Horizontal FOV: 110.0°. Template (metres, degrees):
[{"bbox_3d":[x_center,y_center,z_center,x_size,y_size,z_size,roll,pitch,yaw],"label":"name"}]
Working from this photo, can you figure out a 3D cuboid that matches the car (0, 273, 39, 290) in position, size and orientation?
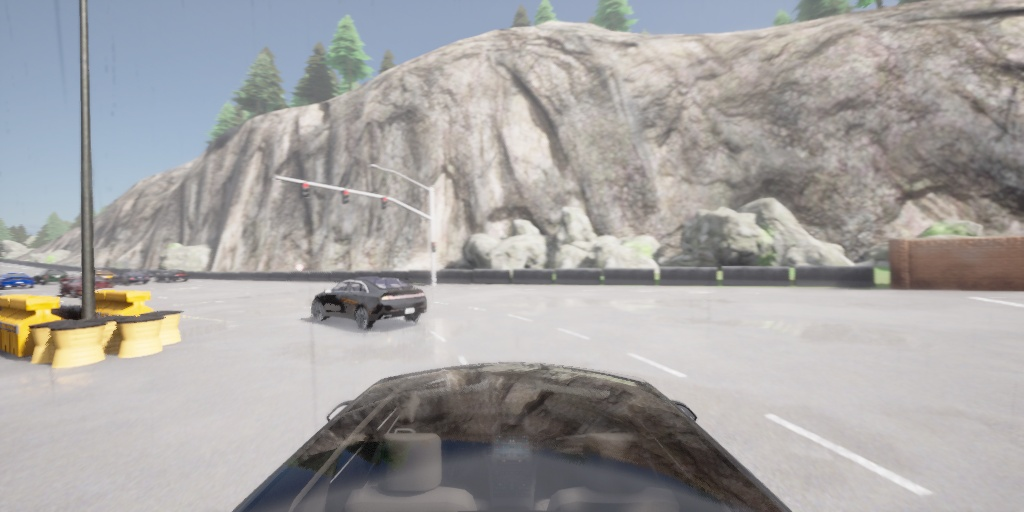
[{"bbox_3d":[-49.110,2.434,35.345,5.008,1.535,1.882,-1,0,28],"label":"car"}]

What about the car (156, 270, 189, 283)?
[{"bbox_3d":[-40.402,2.357,42.579,4.892,1.490,1.837,-1,0,28],"label":"car"}]

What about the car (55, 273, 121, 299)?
[{"bbox_3d":[-30.068,2.164,25.386,4.674,1.442,1.812,-1,0,28],"label":"car"}]

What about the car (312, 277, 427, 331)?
[{"bbox_3d":[-4.885,1.451,11.974,4.902,1.511,2.128,-2,-1,38],"label":"car"}]

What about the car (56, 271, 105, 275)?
[{"bbox_3d":[-44.052,2.494,36.590,4.718,1.301,1.895,-1,0,28],"label":"car"}]

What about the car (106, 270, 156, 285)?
[{"bbox_3d":[-42.032,2.418,39.482,5.357,1.411,2.033,-1,0,28],"label":"car"}]
